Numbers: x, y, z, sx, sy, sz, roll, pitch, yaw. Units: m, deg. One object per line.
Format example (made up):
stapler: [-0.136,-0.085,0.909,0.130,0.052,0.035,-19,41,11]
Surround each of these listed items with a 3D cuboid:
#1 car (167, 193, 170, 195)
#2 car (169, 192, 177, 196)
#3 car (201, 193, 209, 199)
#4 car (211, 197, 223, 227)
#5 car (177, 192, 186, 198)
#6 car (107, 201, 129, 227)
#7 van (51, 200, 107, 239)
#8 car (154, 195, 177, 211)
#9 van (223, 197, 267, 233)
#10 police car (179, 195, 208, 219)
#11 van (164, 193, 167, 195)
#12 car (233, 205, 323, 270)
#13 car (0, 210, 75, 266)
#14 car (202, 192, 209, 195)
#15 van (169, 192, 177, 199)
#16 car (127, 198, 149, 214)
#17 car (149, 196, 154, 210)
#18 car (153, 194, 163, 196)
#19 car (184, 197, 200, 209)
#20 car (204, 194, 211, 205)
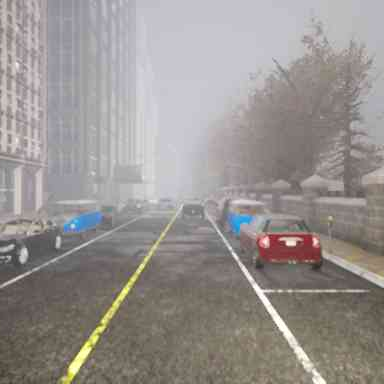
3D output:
car: [-5.651,1.375,61.295,1.947,1.339,4.313,1,0,1]
car: [-5.290,1.052,77.362,2.192,1.841,5.009,1,0,2]
car: [3.375,1.121,88.038,1.967,1.590,4.097,1,0,2]
car: [2.699,1.262,22.123,2.192,1.841,5.009,0,0,0]
car: [-2.542,0.838,79.878,1.837,1.490,4.892,0,0,2]
car: [-5.828,1.512,22.390,1.947,1.339,4.313,0,0,0]
van: [-5.827,1.302,16.829,1.690,1.788,3.998,0,0,0]
car: [-3.090,1.418,39.305,1.812,1.442,4.674,0,0,0]
van: [2.698,1.303,16.563,1.690,1.788,3.998,0,0,0]
police car: [0.095,1.353,28.691,1.930,1.638,5.238,0,0,0]
van: [-5.680,1.173,55.751,1.690,1.788,3.998,1,0,0]
car: [2.697,1.416,11.004,1.967,1.590,4.097,0,0,0]
car: [-5.829,1.526,11.269,2.008,1.369,4.403,0,0,0]
car: [2.942,1.077,71.608,2.192,1.841,5.009,1,0,2]
van: [-5.000,1.022,88.307,1.690,1.788,3.998,1,0,2]
car: [-5.827,1.352,33.511,1.967,1.590,4.097,0,0,0]
car: [-5.828,1.459,39.072,1.947,1.339,4.313,0,0,0]
car: [-5.691,1.379,50.022,1.752,1.417,4.829,0,0,0]
car: [0.022,1.423,44.117,2.033,1.411,5.357,0,0,0]
car: [2.698,1.436,49.925,1.802,1.307,4.206,0,0,0]
